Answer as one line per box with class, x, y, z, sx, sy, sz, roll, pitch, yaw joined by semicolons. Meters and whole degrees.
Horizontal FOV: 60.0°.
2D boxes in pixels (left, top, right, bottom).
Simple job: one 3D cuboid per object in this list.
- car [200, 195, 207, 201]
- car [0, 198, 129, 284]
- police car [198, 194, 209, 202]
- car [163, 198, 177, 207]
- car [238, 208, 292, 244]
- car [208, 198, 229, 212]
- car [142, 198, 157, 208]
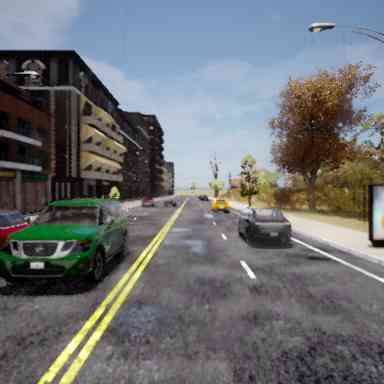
car;3.266;1.654;94.184;1.837;1.490;4.892;0;0;0
car;-3.347;1.235;9.956;2.150;2.045;5.566;0;0;0
police car;3.264;1.557;83.293;1.930;1.638;5.238;0;0;0
car;-3.294;1.643;51.319;1.994;1.385;4.181;0;0;1
car;3.352;1.515;15.974;2.128;1.511;4.902;0;0;0
car;3.357;1.538;40.122;1.882;1.535;5.008;0;0;0
car;-6.544;1.605;51.177;1.812;1.442;4.674;0;0;1
